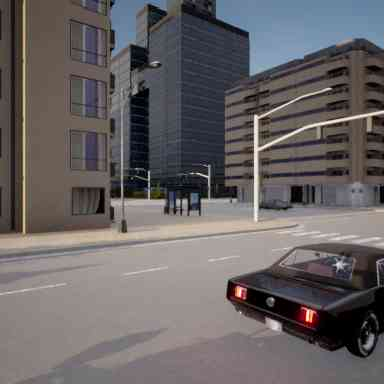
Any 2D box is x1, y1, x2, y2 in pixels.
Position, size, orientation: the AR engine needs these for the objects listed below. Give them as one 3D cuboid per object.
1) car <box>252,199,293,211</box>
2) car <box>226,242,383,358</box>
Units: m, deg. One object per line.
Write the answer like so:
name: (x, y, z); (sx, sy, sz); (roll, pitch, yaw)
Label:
car: (10.134, 1.603, 42.016); (2.033, 1.411, 5.357); (0, 0, -38)
car: (2.954, 1.601, 6.035); (4.718, 1.301, 1.895); (0, 0, -36)
